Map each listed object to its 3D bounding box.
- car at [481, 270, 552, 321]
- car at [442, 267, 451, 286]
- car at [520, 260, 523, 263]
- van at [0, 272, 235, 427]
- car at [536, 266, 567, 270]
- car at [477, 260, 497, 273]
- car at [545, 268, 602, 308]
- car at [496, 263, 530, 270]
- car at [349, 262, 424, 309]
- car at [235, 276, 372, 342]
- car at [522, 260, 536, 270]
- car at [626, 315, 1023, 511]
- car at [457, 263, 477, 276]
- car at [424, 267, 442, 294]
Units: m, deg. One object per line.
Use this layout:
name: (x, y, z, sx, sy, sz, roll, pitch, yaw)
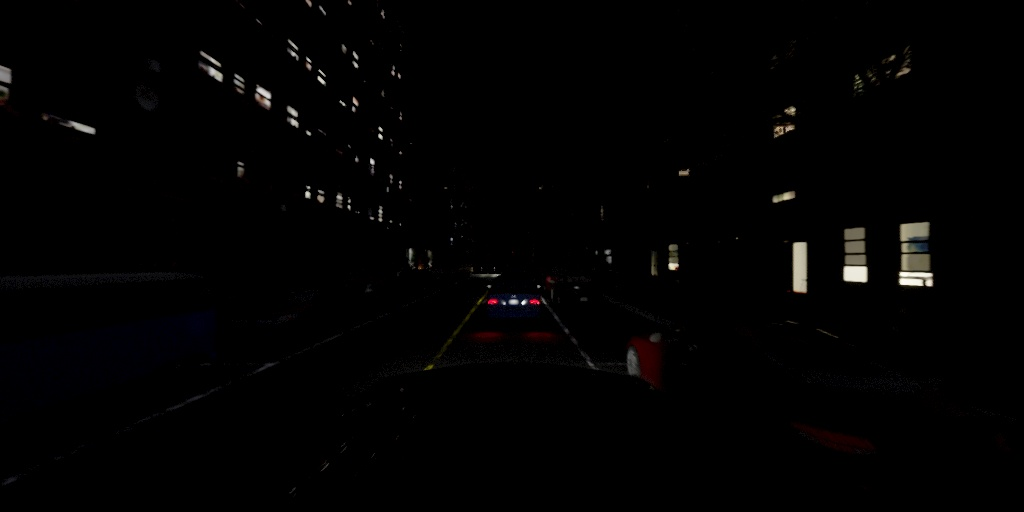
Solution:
car: (0.064, 1.382, 12.767, 2.033, 1.411, 5.357, 0, 0, 0)
car: (-5.693, 1.502, 27.004, 2.007, 1.370, 4.403, 0, 0, 0)
car: (2.683, 1.796, 61.181, 1.888, 1.381, 4.507, 0, 0, 0)
van: (-5.691, 1.109, 4.219, 1.690, 1.789, 3.998, 0, 0, 0)
car: (2.688, 1.344, 21.308, 1.967, 1.591, 4.097, 0, 0, 0)
car: (-3.089, 1.489, 48.705, 2.097, 1.767, 4.553, 0, 0, 0)
car: (2.689, 1.408, 15.611, 2.007, 1.370, 4.403, 0, 0, 0)
car: (0.062, 1.506, 27.804, 2.033, 1.411, 5.357, 0, 0, 0)
car: (-5.692, 1.172, 15.612, 2.192, 1.841, 5.009, 0, 0, 0)
car: (-5.691, 1.394, 9.916, 1.802, 1.307, 4.207, 0, 0, 0)
car: (2.685, 1.698, 49.790, 2.007, 1.370, 4.403, 0, 0, 0)
car: (2.690, 1.351, 4.219, 1.802, 1.307, 4.207, 0, 0, 0)
car: (-5.696, 1.623, 43.925, 1.751, 1.417, 4.829, 0, 0, 0)
car: (-5.693, 1.469, 21.309, 1.948, 1.339, 4.313, 0, 0, 0)
